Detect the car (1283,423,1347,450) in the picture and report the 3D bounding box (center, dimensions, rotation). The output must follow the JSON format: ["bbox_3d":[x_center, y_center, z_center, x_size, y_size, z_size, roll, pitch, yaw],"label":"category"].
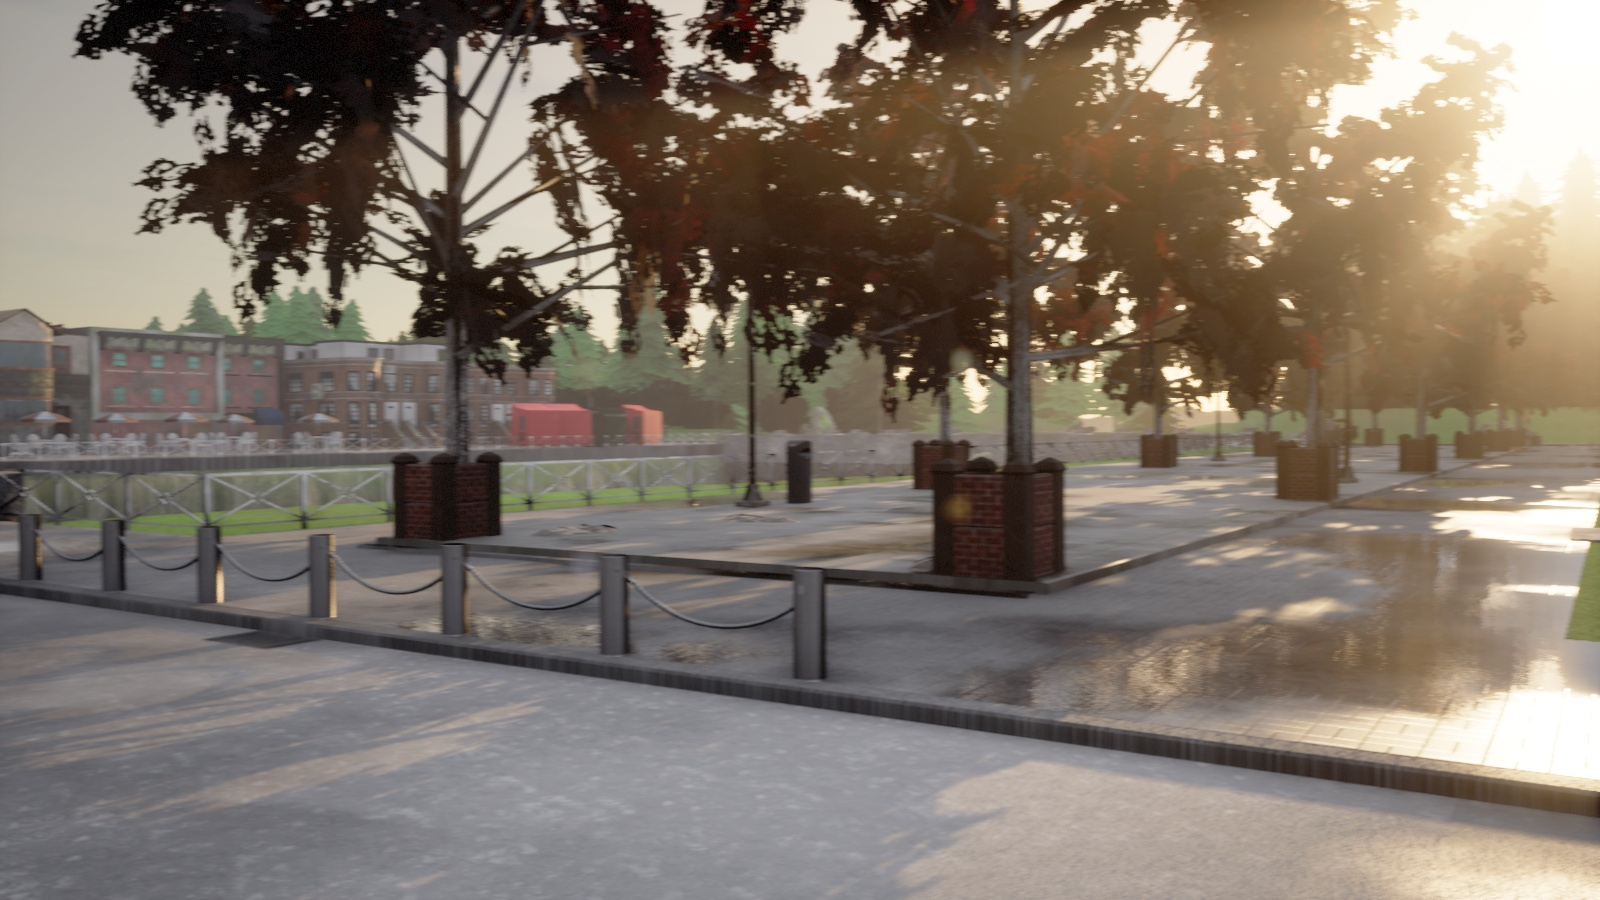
[{"bbox_3d":[36.336,-0.977,88.645,3.866,1.878,1.905,1,1,33],"label":"car"}]

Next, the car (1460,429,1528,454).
[{"bbox_3d":[43.751,-0.561,79.158,3.633,1.501,1.845,1,1,33],"label":"car"}]
